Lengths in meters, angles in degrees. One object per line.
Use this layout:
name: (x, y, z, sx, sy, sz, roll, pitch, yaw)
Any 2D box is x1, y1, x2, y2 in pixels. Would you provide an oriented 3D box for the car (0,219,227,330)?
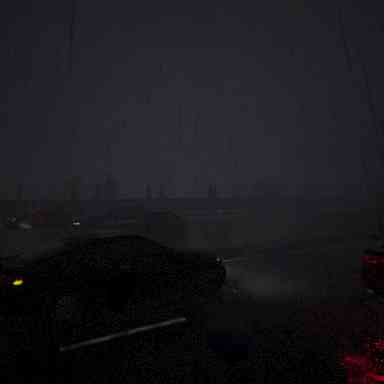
car: (-1.437, 1.503, 6.801, 4.674, 1.442, 1.812, 0, 0, -34)

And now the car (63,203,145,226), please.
car: (-4.014, 1.447, 17.782, 4.892, 1.490, 1.837, 0, 0, -31)

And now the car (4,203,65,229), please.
car: (-8.067, 1.409, 19.359, 5.008, 1.535, 1.882, 0, 0, -32)

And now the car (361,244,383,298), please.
car: (5.763, 1.466, 7.083, 5.008, 1.535, 1.882, 0, 0, -30)

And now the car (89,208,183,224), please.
car: (-1.894, 1.554, 15.022, 4.718, 1.301, 1.895, 0, 0, -30)
